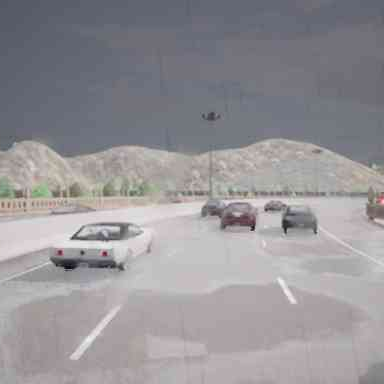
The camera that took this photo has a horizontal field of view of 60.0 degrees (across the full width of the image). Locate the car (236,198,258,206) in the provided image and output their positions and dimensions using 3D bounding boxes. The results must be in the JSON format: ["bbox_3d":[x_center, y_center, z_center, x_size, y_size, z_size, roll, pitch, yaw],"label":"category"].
[{"bbox_3d":[9.989,1.691,59.662,1.895,1.301,4.718,0,0,37],"label":"car"}]

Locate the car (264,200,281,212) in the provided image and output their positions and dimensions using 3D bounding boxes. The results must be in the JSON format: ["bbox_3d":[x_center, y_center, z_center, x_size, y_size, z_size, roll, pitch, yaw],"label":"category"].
[{"bbox_3d":[10.069,1.679,39.809,2.033,1.411,5.357,0,0,27],"label":"car"}]

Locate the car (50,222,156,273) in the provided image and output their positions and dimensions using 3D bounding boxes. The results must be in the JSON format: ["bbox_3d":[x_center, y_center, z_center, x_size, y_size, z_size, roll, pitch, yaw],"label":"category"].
[{"bbox_3d":[-2.532,1.616,10.829,1.895,1.301,4.718,0,0,7],"label":"car"}]

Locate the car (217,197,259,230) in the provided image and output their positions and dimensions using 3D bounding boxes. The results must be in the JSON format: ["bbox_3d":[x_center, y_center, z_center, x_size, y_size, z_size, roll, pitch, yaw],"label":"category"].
[{"bbox_3d":[3.209,1.415,21.652,2.097,1.767,4.553,0,0,14],"label":"car"}]

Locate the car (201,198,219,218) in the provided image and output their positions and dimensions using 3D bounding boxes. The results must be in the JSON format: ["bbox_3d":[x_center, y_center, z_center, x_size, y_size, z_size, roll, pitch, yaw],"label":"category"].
[{"bbox_3d":[2.217,1.584,30.308,1.837,1.490,4.892,0,0,19],"label":"car"}]

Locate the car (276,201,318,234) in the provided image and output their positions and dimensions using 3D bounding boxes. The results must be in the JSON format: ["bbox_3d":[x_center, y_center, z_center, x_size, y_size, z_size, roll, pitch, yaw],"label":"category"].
[{"bbox_3d":[6.382,1.564,20.052,2.128,1.511,4.902,0,0,14],"label":"car"}]

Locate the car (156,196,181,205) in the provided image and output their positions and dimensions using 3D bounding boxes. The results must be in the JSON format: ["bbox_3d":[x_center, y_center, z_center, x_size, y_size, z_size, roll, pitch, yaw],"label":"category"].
[{"bbox_3d":[-3.619,1.455,51.534,2.097,1.767,4.553,0,0,29],"label":"car"}]

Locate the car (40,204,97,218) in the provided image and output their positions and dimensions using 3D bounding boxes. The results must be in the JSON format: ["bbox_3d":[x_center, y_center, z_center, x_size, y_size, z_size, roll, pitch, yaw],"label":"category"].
[{"bbox_3d":[-7.831,1.544,21.584,1.812,1.442,4.674,0,0,14],"label":"car"}]
